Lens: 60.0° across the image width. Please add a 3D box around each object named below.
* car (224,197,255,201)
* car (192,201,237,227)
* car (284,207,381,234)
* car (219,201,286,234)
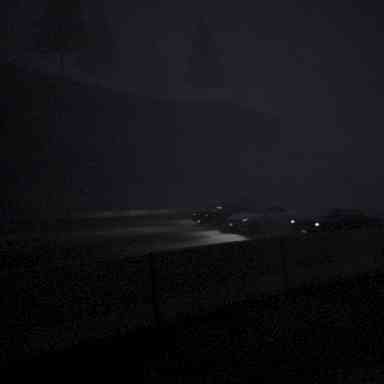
[{"bbox_3d":[3.233,1.229,26.262,4.553,1.767,2.097,0,0,-28],"label":"car"},{"bbox_3d":[2.348,1.500,21.804,4.718,1.301,1.895,0,0,-30],"label":"car"},{"bbox_3d":[7.087,1.506,16.450,4.718,1.301,1.895,0,0,-29],"label":"car"},{"bbox_3d":[4.097,1.432,18.748,4.674,1.442,1.812,0,0,-30],"label":"car"}]
